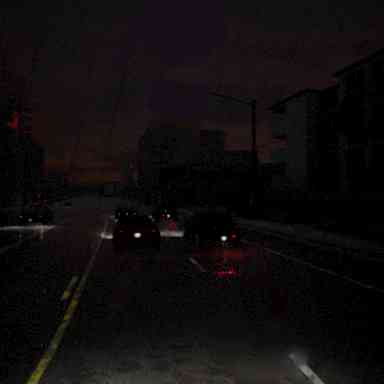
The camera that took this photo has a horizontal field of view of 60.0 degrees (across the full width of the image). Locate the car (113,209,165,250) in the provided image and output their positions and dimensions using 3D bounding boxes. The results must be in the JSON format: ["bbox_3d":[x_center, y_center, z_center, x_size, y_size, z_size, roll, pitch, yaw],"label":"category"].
[{"bbox_3d":[-2.604,1.715,15.294,1.994,1.385,4.181,0,-1,-12],"label":"car"}]

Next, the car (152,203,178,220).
[{"bbox_3d":[-2.564,1.806,30.872,1.837,1.490,4.892,0,0,-13],"label":"car"}]

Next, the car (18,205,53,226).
[{"bbox_3d":[-12.340,1.800,26.552,1.812,1.442,4.674,0,-1,-13],"label":"car"}]

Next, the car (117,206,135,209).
[{"bbox_3d":[-5.930,1.895,29.861,1.895,1.301,4.718,0,-1,-14],"label":"car"}]

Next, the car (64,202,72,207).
[{"bbox_3d":[-32.874,3.252,88.169,1.895,1.301,4.718,0,-2,-16],"label":"car"}]

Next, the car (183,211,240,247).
[{"bbox_3d":[0.812,1.660,16.055,1.837,1.490,4.892,0,0,-12],"label":"car"}]

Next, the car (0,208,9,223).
[{"bbox_3d":[-15.759,1.838,25.804,1.994,1.385,4.181,0,-1,-13],"label":"car"}]
